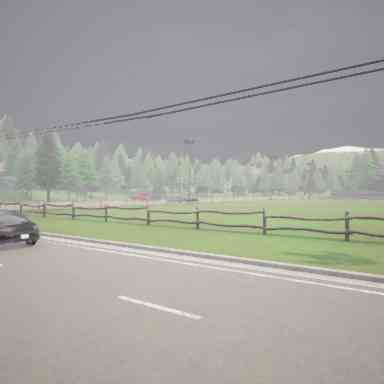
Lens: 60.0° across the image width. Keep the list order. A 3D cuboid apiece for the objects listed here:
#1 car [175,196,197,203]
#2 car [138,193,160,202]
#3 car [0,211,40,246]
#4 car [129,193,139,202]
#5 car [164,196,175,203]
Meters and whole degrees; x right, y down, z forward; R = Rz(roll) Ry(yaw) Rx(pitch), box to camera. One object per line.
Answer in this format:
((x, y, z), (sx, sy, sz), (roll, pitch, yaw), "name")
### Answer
((-0.925, 1.590, 70.166), (1.895, 1.301, 4.718), (0, 0, 36), "car")
((-9.386, 1.495, 76.384), (1.837, 1.490, 4.892), (0, 0, 36), "car")
((-8.268, 1.533, 14.067), (4.674, 1.442, 1.812), (0, 0, 36), "car")
((-12.230, 1.220, 78.424), (2.150, 2.045, 5.566), (0, 0, 36), "car")
((-3.733, 1.534, 72.254), (2.033, 1.411, 5.357), (0, 0, 36), "car")
